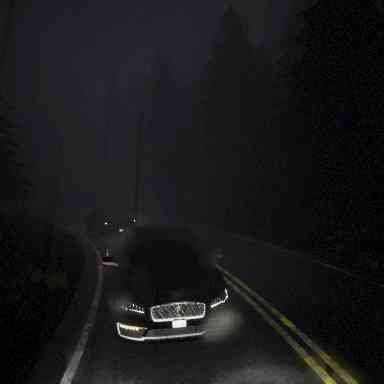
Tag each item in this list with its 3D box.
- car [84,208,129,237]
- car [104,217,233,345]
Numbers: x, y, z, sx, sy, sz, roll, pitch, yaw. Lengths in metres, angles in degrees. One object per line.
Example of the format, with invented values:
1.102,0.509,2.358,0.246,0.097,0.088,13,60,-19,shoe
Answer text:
-4.619,1.610,18.519,1.895,1.301,4.718,-3,1,-29,car
-0.641,1.494,6.784,1.837,1.490,4.892,-1,0,-11,car
